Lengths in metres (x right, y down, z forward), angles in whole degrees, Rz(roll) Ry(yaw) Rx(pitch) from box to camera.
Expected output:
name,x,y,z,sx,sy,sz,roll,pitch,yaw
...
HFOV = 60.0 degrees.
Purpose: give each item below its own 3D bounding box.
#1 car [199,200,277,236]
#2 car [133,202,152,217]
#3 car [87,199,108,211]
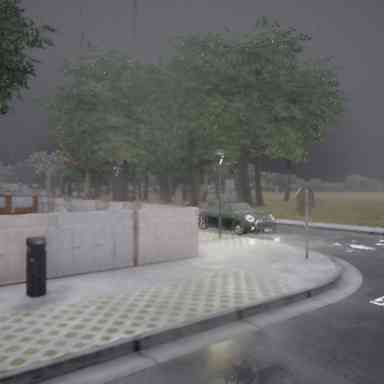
name,x,y,z,sx,sy,sz,roll,pitch,yaw
car,2.362,1.267,18.021,2.097,1.767,4.553,0,0,-35
car,-3.938,1.499,26.909,1.895,1.301,4.718,0,0,-35
car,-10.511,1.426,36.192,2.033,1.411,5.357,0,0,-35
